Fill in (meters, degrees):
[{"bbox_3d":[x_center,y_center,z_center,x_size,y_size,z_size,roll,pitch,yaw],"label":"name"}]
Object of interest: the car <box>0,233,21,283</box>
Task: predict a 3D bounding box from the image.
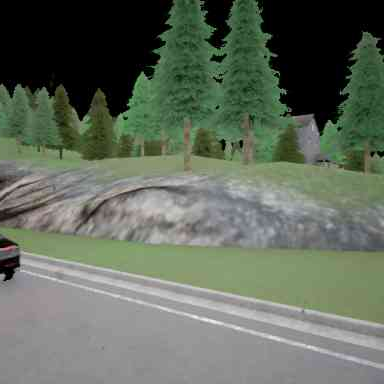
[{"bbox_3d":[-6.279,1.491,8.480,4.902,1.511,2.128,0,0,36],"label":"car"}]
